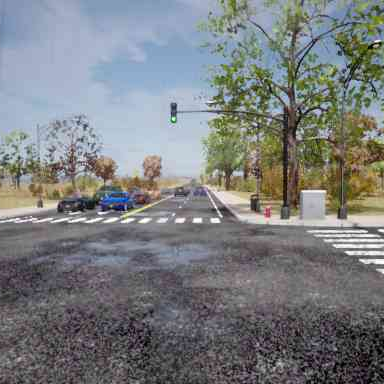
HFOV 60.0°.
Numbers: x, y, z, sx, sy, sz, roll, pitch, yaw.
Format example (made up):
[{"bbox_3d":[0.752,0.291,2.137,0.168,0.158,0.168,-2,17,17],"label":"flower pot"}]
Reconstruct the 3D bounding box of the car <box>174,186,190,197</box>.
[{"bbox_3d":[-1.883,-0.183,56.770,2.097,1.767,4.553,0,2,2],"label":"car"}]

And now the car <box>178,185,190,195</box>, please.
[{"bbox_3d":[-1.571,-0.457,66.797,2.097,1.767,4.553,0,2,2],"label":"car"}]

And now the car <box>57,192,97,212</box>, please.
[{"bbox_3d":[-9.386,0.858,27.325,1.994,1.385,4.181,0,2,2],"label":"car"}]

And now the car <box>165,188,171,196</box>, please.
[{"bbox_3d":[-4.978,-0.106,61.816,2.033,1.411,5.357,0,2,2],"label":"car"}]

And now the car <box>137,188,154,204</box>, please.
[{"bbox_3d":[-5.829,0.583,36.955,1.994,1.385,4.181,0,2,3],"label":"car"}]

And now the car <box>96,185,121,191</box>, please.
[{"bbox_3d":[-9.100,0.268,36.658,2.150,2.045,5.566,0,2,2],"label":"car"}]

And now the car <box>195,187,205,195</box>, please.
[{"bbox_3d":[1.679,-0.263,66.732,1.994,1.385,4.181,0,2,2],"label":"car"}]

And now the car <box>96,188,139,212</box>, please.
[{"bbox_3d":[-6.116,0.735,27.978,1.882,1.535,5.008,0,2,2],"label":"car"}]

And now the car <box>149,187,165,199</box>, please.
[{"bbox_3d":[-5.526,0.106,46.843,2.097,1.767,4.553,0,2,2],"label":"car"}]

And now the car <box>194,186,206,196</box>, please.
[{"bbox_3d":[1.364,-0.198,56.635,2.097,1.767,4.553,0,2,2],"label":"car"}]
